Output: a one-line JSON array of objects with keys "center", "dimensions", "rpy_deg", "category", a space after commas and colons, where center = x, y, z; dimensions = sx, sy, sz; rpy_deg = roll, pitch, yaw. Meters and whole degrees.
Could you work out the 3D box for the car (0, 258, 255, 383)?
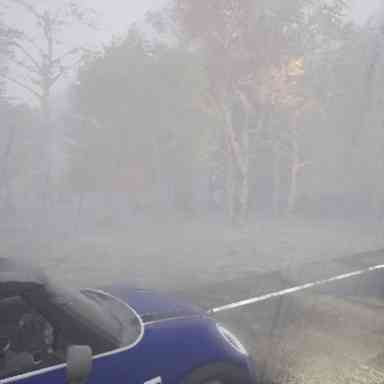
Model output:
[{"center": [-1.621, 1.352, 2.591], "dimensions": [4.553, 1.767, 2.097], "rpy_deg": [0, 0, -35], "category": "car"}]
